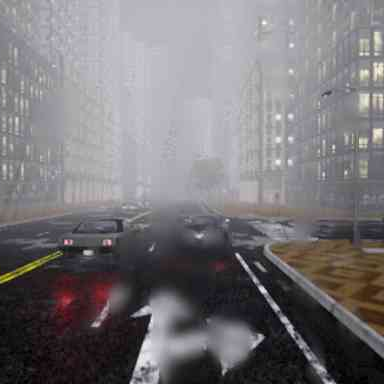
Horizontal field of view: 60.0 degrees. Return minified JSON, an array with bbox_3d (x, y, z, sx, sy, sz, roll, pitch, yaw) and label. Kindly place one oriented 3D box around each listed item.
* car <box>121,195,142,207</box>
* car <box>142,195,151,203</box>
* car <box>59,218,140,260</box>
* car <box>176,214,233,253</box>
[{"bbox_3d":[-9.822,1.559,52.987,2.033,1.411,5.357,0,0,0],"label":"car"},{"bbox_3d":[-9.754,1.367,68.654,2.097,1.767,4.553,0,0,0],"label":"car"},{"bbox_3d":[-3.179,1.630,12.499,1.895,1.301,4.718,0,-1,0],"label":"car"},{"bbox_3d":[0.606,1.606,13.844,1.994,1.385,4.181,-1,-2,9],"label":"car"}]
